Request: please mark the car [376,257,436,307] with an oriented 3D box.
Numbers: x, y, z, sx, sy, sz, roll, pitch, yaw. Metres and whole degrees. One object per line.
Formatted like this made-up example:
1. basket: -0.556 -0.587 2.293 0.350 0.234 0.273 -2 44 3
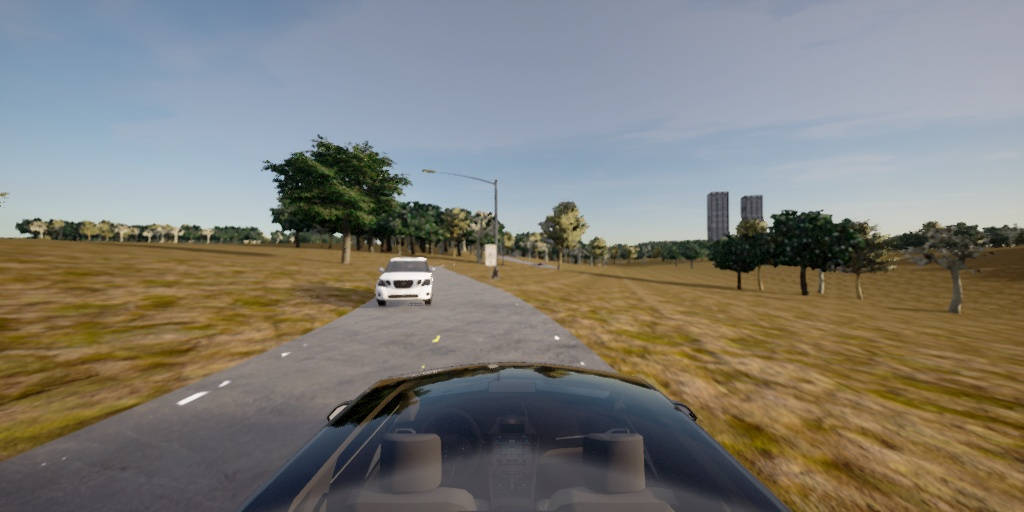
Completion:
1. car: -4.753 1.061 16.562 2.150 2.045 5.566 0 0 -12
